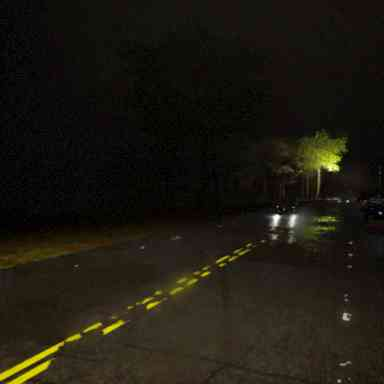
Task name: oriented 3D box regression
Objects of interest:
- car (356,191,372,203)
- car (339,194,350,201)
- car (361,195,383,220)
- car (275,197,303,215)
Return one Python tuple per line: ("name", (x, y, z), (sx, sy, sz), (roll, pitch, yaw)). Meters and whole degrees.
("car", (31.008, 0.892, 59.895), (2.150, 2.045, 5.566), (1, 0, 26))
("car", (33.990, 1.085, 74.022), (1.882, 1.535, 5.008), (1, 0, 26))
("car", (14.237, 1.300, 25.453), (1.882, 1.535, 5.008), (1, 1, 26))
("car", (8.958, 1.228, 30.545), (1.837, 1.490, 4.892), (0, 1, 26))
